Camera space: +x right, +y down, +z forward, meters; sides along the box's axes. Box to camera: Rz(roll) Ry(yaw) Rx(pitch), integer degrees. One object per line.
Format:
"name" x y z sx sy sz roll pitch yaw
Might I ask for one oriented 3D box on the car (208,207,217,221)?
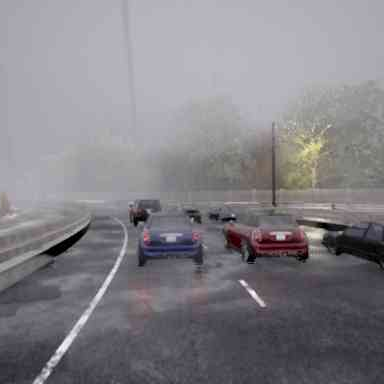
"car" 2.790 1.892 29.085 1.994 1.385 4.181 0 -1 -16

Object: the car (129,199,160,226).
"car" -3.668 1.546 26.314 2.150 2.045 5.566 0 0 -15

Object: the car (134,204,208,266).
"car" -0.917 1.501 12.421 2.097 1.767 4.553 0 -1 -7

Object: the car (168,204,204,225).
"car" -0.606 1.839 28.265 1.837 1.490 4.892 0 0 -16

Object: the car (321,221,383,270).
"car" 6.330 1.649 10.964 2.033 1.411 5.357 0 -1 -6

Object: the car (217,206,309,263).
"car" 2.568 1.490 12.730 2.097 1.767 4.553 0 -1 -7
